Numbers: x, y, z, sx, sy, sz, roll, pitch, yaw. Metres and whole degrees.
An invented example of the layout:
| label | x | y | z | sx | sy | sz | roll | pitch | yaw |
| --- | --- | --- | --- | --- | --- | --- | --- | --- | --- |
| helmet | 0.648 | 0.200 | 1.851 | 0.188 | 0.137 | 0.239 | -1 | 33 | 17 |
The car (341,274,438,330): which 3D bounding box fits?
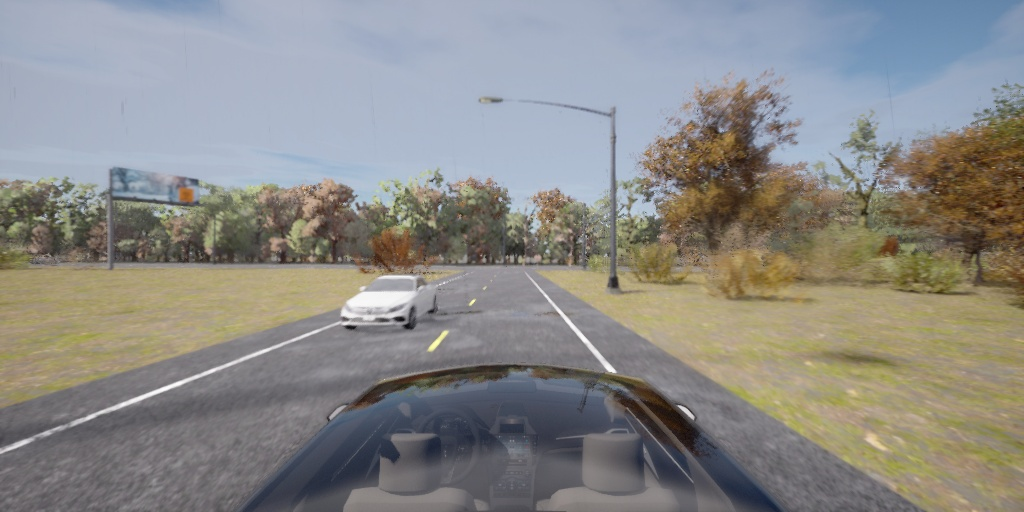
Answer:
| label | x | y | z | sx | sy | sz | roll | pitch | yaw |
| --- | --- | --- | --- | --- | --- | --- | --- | --- | --- |
| car | -3.597 | 1.309 | 11.368 | 1.812 | 1.442 | 4.674 | 0 | 0 | 0 |
